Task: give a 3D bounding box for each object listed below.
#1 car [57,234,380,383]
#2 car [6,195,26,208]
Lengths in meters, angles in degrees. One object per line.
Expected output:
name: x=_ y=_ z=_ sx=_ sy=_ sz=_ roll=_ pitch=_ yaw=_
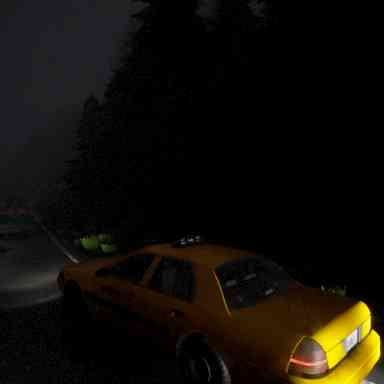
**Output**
car: x=-0.253 y=1.418 z=5.080 sx=5.366 sy=1.575 sz=1.801 roll=1 pitch=1 yaw=44
car: x=-21.137 y=1.060 z=40.055 sx=2.128 sy=1.511 sz=4.902 roll=-2 pitch=2 yaw=-26
